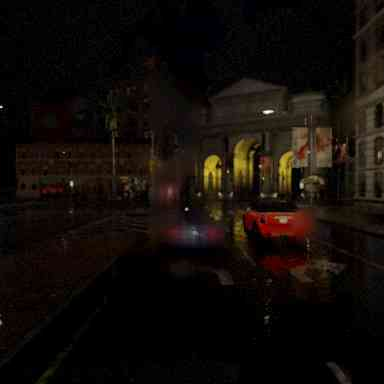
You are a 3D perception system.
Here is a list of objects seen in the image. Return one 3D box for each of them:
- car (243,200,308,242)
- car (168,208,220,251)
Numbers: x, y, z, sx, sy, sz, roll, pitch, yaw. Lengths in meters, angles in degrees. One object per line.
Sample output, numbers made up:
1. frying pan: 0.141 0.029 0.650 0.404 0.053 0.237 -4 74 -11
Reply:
1. car: 3.617 1.129 15.175 2.097 1.767 4.553 0 1 1
2. car: 0.086 1.355 13.154 2.033 1.411 5.357 0 1 0
